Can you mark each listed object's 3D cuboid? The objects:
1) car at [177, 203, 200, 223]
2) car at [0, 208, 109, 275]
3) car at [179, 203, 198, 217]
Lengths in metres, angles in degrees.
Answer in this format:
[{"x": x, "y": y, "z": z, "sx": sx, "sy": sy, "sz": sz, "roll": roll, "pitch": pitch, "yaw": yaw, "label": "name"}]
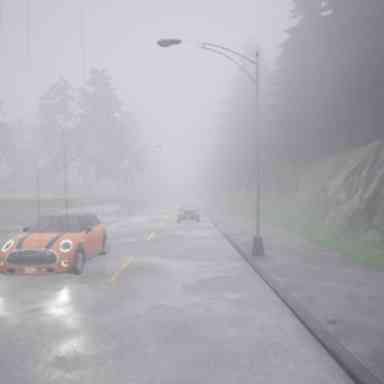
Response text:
[{"x": -0.275, "y": 1.846, "z": 28.483, "sx": 1.812, "sy": 1.442, "sz": 4.674, "roll": 0, "pitch": -1, "yaw": -1, "label": "car"}, {"x": -4.228, "y": 1.477, "z": 10.905, "sx": 2.097, "sy": 1.767, "sz": 4.553, "roll": 0, "pitch": -1, "yaw": -1, "label": "car"}, {"x": -0.442, "y": 1.978, "z": 38.332, "sx": 2.033, "sy": 1.411, "sz": 5.357, "roll": 0, "pitch": -1, "yaw": -1, "label": "car"}]
